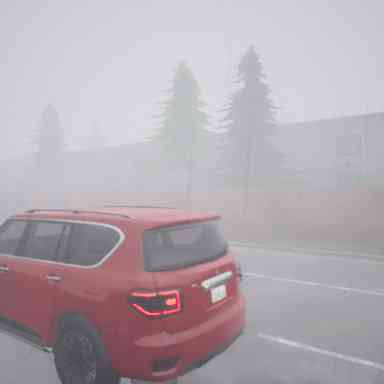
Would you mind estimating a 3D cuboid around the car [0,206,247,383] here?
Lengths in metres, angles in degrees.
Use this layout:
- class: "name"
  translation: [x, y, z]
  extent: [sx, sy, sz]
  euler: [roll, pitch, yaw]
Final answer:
- class: "car"
  translation: [-1.876, 1.253, 5.327]
  extent: [5.566, 2.045, 2.150]
  euler: [0, 0, 35]
